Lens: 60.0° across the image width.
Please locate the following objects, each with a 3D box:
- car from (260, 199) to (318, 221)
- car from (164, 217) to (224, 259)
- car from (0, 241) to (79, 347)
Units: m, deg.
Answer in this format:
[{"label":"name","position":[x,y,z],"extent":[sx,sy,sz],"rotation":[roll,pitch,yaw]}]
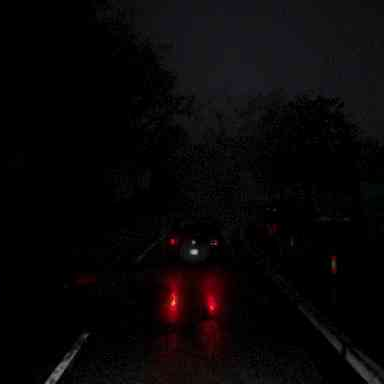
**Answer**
[{"label":"car","position":[7.640,1.349,26.055],"extent":[4.553,1.767,2.097],"rotation":[1,0,-25]},{"label":"car","position":[0.196,1.567,12.457],"extent":[1.895,1.301,4.718],"rotation":[0,0,3]},{"label":"car","position":[-3.382,1.532,5.080],"extent":[2.033,1.411,5.357],"rotation":[0,0,0]}]
